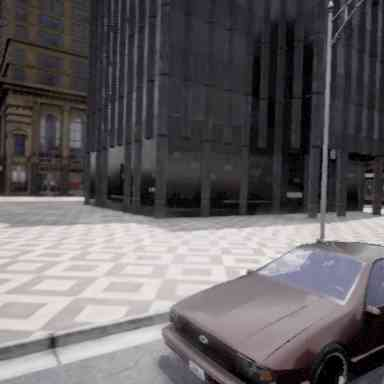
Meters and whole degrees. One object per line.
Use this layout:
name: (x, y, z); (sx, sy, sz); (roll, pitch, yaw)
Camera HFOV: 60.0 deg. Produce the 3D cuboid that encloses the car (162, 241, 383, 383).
car: (2.280, 1.503, 4.947); (5.357, 1.411, 2.033); (1, 1, -33)
